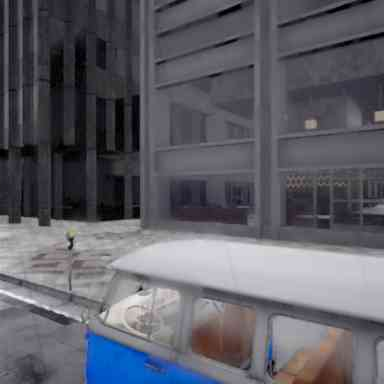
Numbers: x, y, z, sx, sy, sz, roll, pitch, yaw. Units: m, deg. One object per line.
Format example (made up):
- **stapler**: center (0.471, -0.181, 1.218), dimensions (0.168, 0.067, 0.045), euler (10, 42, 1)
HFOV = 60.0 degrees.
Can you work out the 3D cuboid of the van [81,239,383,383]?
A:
- **van**: center (0.927, 1.342, 2.304), dimensions (3.998, 1.788, 1.690), euler (0, 0, 35)
